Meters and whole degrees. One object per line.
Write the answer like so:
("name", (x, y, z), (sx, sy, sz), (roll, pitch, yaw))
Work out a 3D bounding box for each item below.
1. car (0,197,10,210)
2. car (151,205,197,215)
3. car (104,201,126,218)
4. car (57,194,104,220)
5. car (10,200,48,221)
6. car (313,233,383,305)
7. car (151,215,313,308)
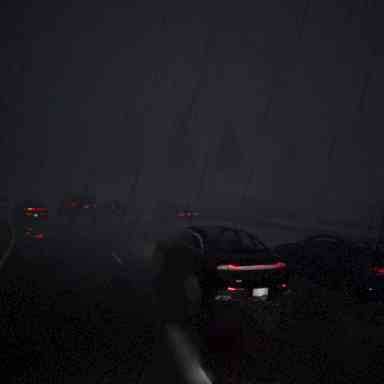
("car", (-21.096, 1.220, 35.971), (2.033, 1.411, 5.357), (2, -1, -45))
("car", (-1.583, 1.789, 28.208), (2.033, 1.411, 5.357), (2, -1, -33))
("car", (-7.778, 1.555, 30.953), (2.128, 1.511, 4.902), (2, -1, -36))
("car", (-9.524, 1.191, 27.549), (2.150, 2.045, 5.566), (3, -1, -34))
("car", (-12.344, 1.358, 25.396), (1.837, 1.490, 4.892), (3, -1, -35))
("car", (3.905, 1.787, 8.865), (1.994, 1.385, 4.181), (2, -1, -19))
("car", (0.416, 1.593, 8.313), (2.128, 1.511, 4.902), (2, -1, -20))
